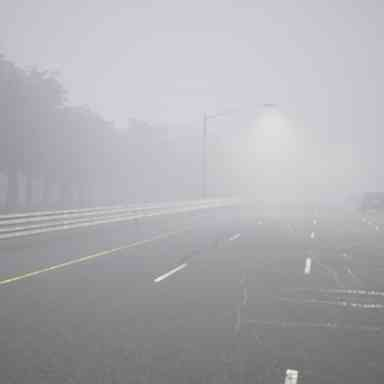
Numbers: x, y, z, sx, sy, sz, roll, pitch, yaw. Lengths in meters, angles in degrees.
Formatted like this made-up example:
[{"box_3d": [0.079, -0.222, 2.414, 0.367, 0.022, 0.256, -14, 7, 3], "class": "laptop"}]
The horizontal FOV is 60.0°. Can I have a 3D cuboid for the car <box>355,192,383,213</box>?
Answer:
[{"box_3d": [18.141, 1.036, 33.528, 2.150, 2.045, 5.566, 0, 0, 21], "class": "car"}]

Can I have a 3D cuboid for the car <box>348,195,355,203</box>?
[{"box_3d": [28.626, 1.182, 58.639, 1.882, 1.535, 5.008, -1, 0, 28], "class": "car"}]
